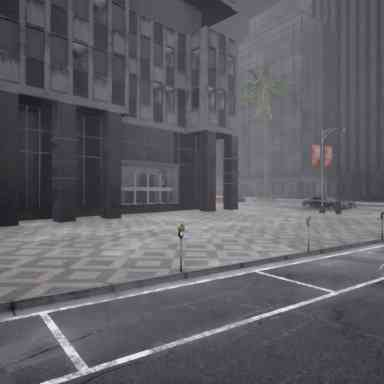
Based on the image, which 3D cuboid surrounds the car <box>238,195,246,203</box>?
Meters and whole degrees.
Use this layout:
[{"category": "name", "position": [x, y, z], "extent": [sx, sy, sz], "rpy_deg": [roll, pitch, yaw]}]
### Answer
[{"category": "car", "position": [6.234, 0.929, 50.682], "extent": [1.994, 1.385, 4.181], "rpy_deg": [0, 1, -35]}]

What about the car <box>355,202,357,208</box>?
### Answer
[{"category": "car", "position": [15.799, 1.252, 37.192], "extent": [1.895, 1.301, 4.718], "rpy_deg": [0, 1, -35]}]

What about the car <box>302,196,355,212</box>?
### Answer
[{"category": "car", "position": [13.755, 1.167, 34.456], "extent": [1.837, 1.490, 4.892], "rpy_deg": [0, 1, -35]}]

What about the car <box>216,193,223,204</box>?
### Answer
[{"category": "car", "position": [3.660, 0.839, 48.692], "extent": [1.882, 1.535, 5.008], "rpy_deg": [0, 1, -35]}]
